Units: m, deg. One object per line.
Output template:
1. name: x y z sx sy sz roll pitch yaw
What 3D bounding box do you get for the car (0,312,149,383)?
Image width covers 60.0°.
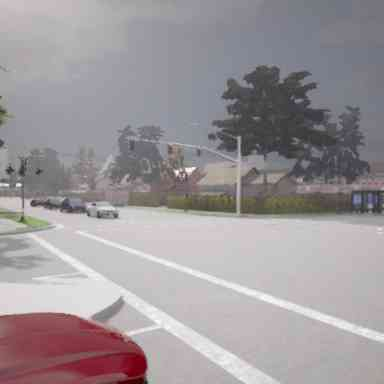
1. car: -2.610 1.465 1.896 5.008 1.535 1.882 1 0 -35

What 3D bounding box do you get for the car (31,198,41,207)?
1. car: -24.955 1.697 54.307 1.994 1.385 4.181 1 0 -34

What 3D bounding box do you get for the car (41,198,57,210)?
1. car: -19.151 1.638 46.247 1.837 1.490 4.892 1 0 -36

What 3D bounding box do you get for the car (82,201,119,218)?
1. car: -8.542 1.659 31.596 1.812 1.442 4.674 1 0 -35

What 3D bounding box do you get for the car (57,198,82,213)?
1. car: -13.752 1.485 38.798 2.097 1.767 4.553 1 0 -36
